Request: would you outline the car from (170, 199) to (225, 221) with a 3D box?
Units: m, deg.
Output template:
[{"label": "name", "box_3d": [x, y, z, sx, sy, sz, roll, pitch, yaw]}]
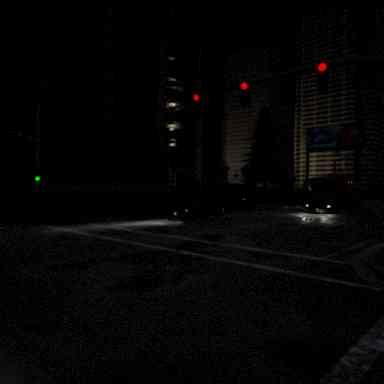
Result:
[{"label": "car", "box_3d": [0.492, 1.263, 25.067, 2.128, 1.511, 4.902, 1, 1, 43]}]

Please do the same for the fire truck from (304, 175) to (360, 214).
[{"label": "fire truck", "box_3d": [15.036, 0.183, 35.301, 2.891, 3.827, 8.468, 1, 1, 43]}]
